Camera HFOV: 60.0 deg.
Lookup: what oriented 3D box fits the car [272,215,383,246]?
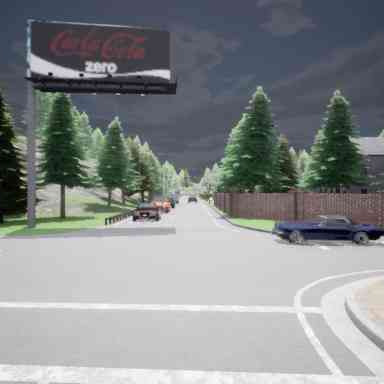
[{"bbox_3d":[6.320,1.775,15.904,4.718,1.301,1.895,0,0,3],"label":"car"}]

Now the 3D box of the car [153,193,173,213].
[{"bbox_3d":[-3.574,1.352,36.912,2.097,1.767,4.553,0,0,0],"label":"car"}]

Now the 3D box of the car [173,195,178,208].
[{"bbox_3d":[-3.555,1.222,47.235,2.150,2.045,5.566,0,0,0],"label":"car"}]

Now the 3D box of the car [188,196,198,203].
[{"bbox_3d":[0.150,1.505,68.785,1.837,1.490,4.892,0,0,0],"label":"car"}]

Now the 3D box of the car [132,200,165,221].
[{"bbox_3d":[-3.553,1.564,26.821,1.994,1.385,4.181,0,0,-1],"label":"car"}]
